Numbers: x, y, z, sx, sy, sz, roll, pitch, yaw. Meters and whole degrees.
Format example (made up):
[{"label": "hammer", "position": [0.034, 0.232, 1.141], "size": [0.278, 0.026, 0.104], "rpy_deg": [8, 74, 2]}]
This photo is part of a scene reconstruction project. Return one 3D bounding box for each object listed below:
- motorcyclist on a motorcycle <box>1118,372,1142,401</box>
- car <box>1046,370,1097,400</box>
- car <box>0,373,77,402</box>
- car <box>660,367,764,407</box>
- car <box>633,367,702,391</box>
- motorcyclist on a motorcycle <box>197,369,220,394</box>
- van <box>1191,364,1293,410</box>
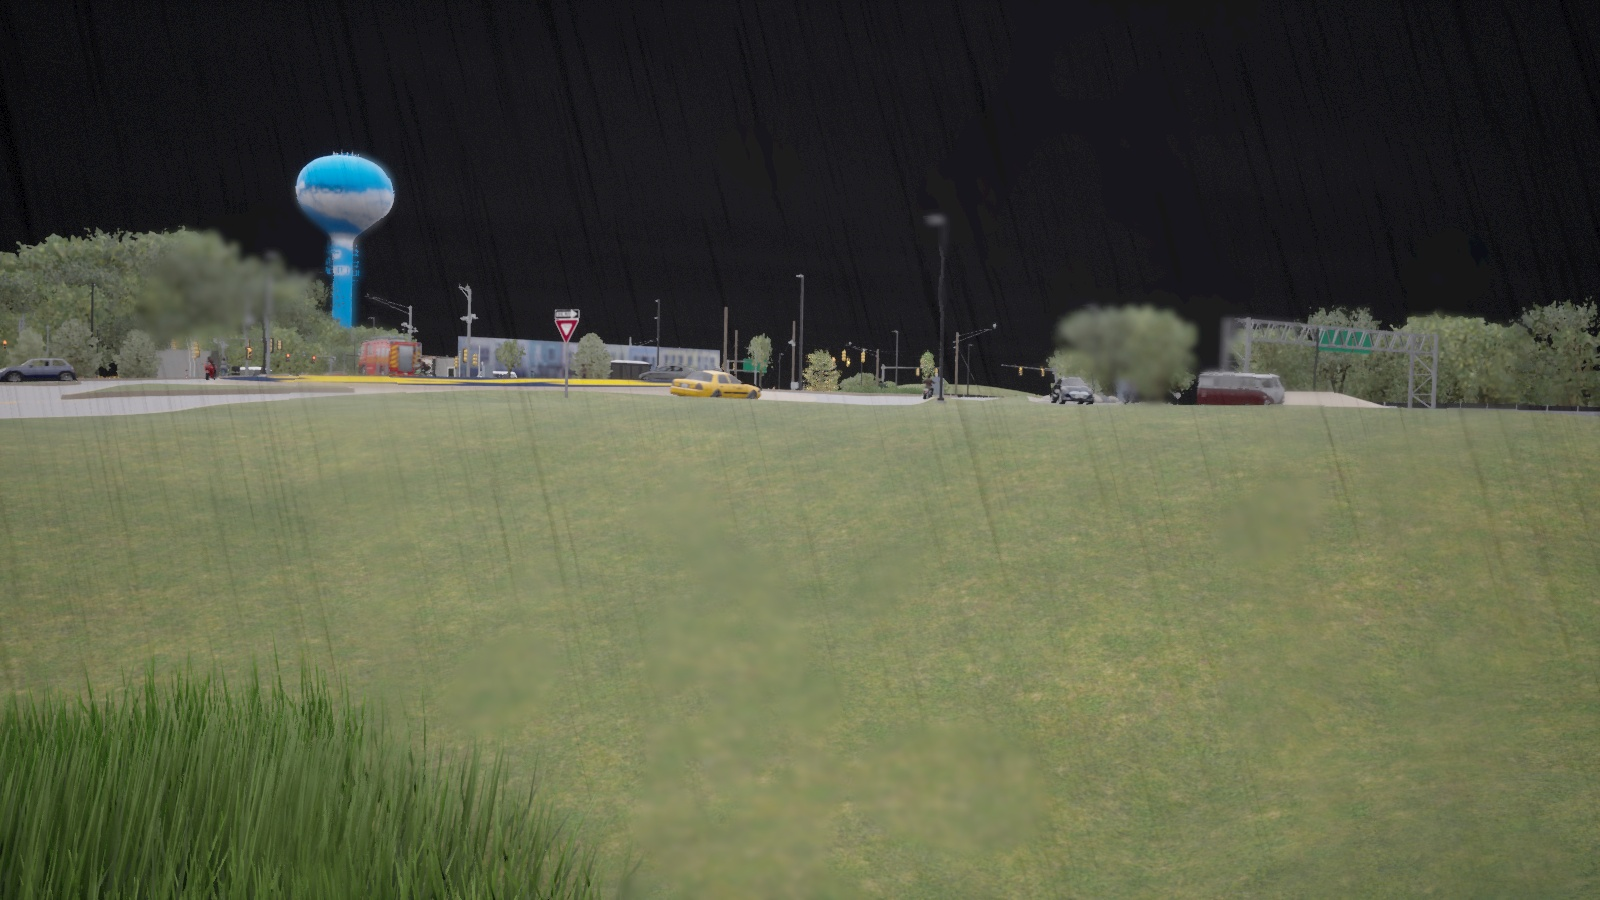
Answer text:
[{"label": "motorcyclist on a motorcycle", "position": [19.598, -3.786, 74.613], "size": [0.766, 1.649, 2.350], "rpy_deg": [1, 3, 1]}, {"label": "car", "position": [16.104, -3.871, 74.704], "size": [2.033, 1.649, 4.856], "rpy_deg": [1, 3, 2]}, {"label": "car", "position": [-43.297, -3.544, 71.145], "size": [3.806, 1.475, 1.970], "rpy_deg": [-4, 5, -35]}, {"label": "car", "position": [-3.884, -2.818, 56.463], "size": [1.801, 1.575, 5.366], "rpy_deg": [8, 6, 30]}, {"label": "car", "position": [-8.909, -4.763, 84.229], "size": [4.193, 1.474, 1.816], "rpy_deg": [1, 0, 22]}, {"label": "motorcyclist on a motorcycle", "position": [-36.885, -4.278, 78.334], "size": [0.797, 1.523, 2.044], "rpy_deg": [0, 4, -11]}, {"label": "van", "position": [20.261, -2.938, 57.725], "size": [1.775, 1.987, 4.442], "rpy_deg": [-2, 5, -25]}]
